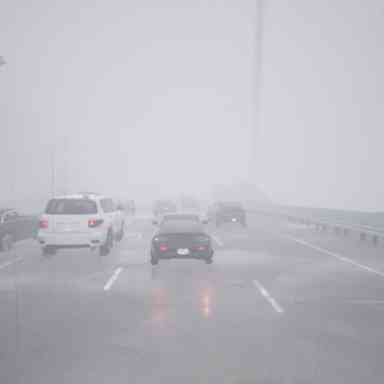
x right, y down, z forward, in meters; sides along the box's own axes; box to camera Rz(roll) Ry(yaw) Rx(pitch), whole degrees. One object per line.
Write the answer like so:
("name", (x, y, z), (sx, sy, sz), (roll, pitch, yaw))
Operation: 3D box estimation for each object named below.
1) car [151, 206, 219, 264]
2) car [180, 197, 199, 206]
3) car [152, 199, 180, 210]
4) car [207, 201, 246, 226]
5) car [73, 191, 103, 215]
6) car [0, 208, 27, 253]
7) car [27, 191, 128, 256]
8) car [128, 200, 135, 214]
("car", (-0.393, 1.432, 11.349), (1.812, 1.442, 4.674), (0, 0, -4))
("car", (-0.519, 1.233, 38.414), (2.033, 1.411, 5.357), (0, 0, -12))
("car", (-2.485, 1.324, 29.566), (1.994, 1.385, 4.181), (0, 0, -9))
("car", (2.166, 1.326, 21.684), (1.837, 1.490, 4.892), (0, 1, -6))
("car", (-10.048, 0.963, 32.435), (2.150, 2.045, 5.566), (0, 0, -10))
("car", (-7.547, 1.389, 13.156), (2.128, 1.511, 4.902), (0, 0, -4))
("car", (-3.985, 1.119, 12.801), (2.150, 2.045, 5.566), (0, 0, -4))
("car", (-6.274, 1.350, 31.229), (1.895, 1.301, 4.718), (0, 0, -10))
